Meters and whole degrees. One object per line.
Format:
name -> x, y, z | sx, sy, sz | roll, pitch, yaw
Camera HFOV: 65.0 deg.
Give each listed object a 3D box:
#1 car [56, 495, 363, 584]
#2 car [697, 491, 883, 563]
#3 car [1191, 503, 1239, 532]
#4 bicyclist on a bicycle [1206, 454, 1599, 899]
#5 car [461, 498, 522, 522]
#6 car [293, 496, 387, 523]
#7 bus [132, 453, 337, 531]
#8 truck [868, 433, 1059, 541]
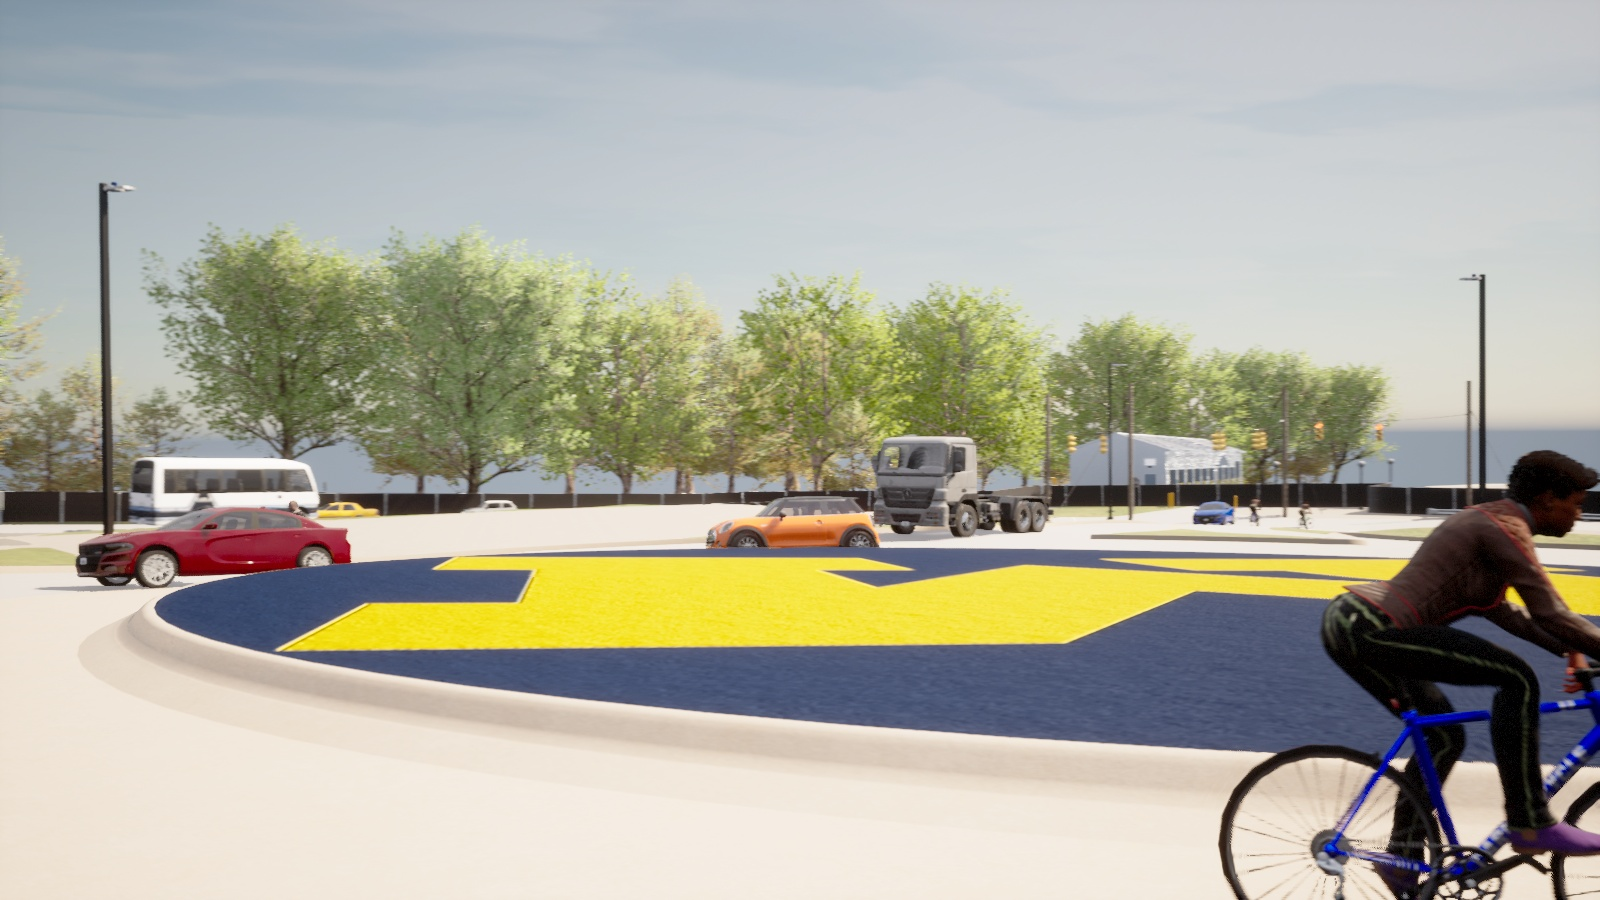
car -> -11.232, 1.761, 24.259 | 1.882, 1.535, 5.008 | -5, -7, 38
car -> -0.301, 2.048, 33.428 | 4.553, 1.767, 2.097 | 0, -4, -14
car -> 25.746, 4.164, 77.795 | 1.882, 1.535, 5.008 | -3, -2, 29
bicyclist on a bicycle -> 2.155, 0.841, 3.886 | 1.656, 1.620, 0.582 | 1, -1, 14
car -> -20.604, 3.969, 83.902 | 3.806, 1.475, 1.970 | 1, 1, -19
car -> -29.441, 3.802, 80.366 | 5.366, 1.575, 1.801 | 1, 0, -30
bus -> -33.134, 2.393, 74.075 | 3.944, 4.253, 10.273 | 1, 0, 39
truck -> 5.956, 1.280, 44.355 | 2.891, 3.462, 7.936 | 1, -1, 39
